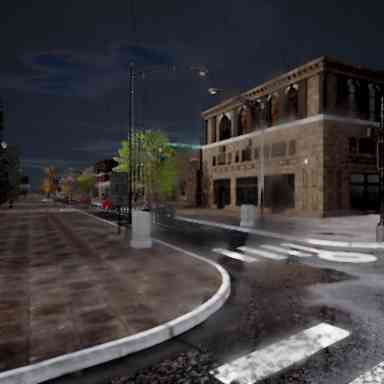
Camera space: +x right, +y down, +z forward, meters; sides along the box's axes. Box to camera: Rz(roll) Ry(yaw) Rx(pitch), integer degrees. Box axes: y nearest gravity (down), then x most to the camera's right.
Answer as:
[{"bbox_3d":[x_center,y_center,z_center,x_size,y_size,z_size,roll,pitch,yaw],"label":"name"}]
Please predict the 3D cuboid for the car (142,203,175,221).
[{"bbox_3d":[-2.756,1.543,27.132,2.008,1.369,4.403,1,0,-26],"label":"car"}]

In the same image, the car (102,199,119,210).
[{"bbox_3d":[-10.361,1.534,42.847,1.887,1.381,4.507,1,0,-26],"label":"car"}]

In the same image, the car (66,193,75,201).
[{"bbox_3d":[-31.946,1.294,87.649,2.192,1.841,5.009,1,0,-26],"label":"car"}]

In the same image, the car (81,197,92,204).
[{"bbox_3d":[-19.956,1.568,62.758,1.802,1.307,4.206,1,0,-26],"label":"car"}]
